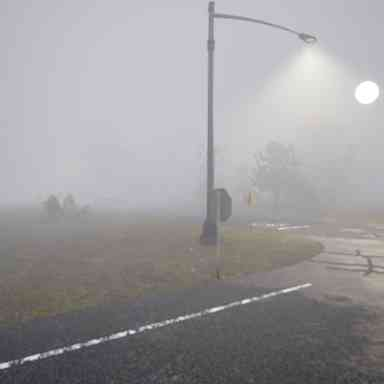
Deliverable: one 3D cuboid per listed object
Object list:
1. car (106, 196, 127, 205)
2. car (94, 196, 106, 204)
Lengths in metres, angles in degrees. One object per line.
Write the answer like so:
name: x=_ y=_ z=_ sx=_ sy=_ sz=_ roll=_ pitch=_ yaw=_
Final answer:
car: x=-12.117 y=1.446 z=54.668 sx=1.812 sy=1.442 sz=4.674 roll=0 pitch=0 yaw=-33
car: x=-16.404 y=1.433 z=60.952 sx=1.812 sy=1.442 sz=4.674 roll=0 pitch=0 yaw=-34
